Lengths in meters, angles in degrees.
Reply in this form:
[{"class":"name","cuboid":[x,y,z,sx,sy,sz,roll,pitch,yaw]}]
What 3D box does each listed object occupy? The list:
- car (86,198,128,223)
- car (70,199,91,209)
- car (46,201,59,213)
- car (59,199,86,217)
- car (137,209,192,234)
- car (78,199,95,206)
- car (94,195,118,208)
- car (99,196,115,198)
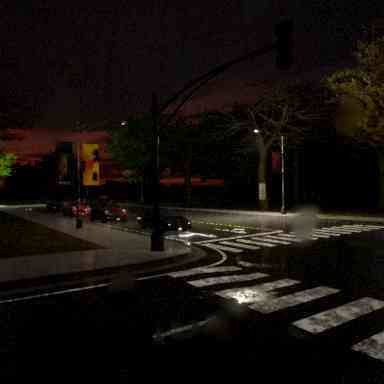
[{"class":"car","cuboid":[-7.505,1.718,29.789,2.097,1.767,4.553,-1,0,-35]},{"class":"car","cuboid":[-19.666,2.081,58.679,2.033,1.411,5.357,-1,0,-35]},{"class":"car","cuboid":[-18.865,2.037,46.116,1.882,1.535,5.008,-1,0,-35]},{"class":"car","cuboid":[-13.112,1.813,37.810,2.097,1.767,4.553,-1,0,-35]},{"class":"car","cuboid":[-2.010,1.820,22.034,2.033,1.411,5.357,-1,0,-29]},{"class":"car","cuboid":[-21.160,2.102,66.658,1.994,1.385,4.181,-1,0,-35]},{"class":"car","cuboid":[-15.047,1.655,57.910,2.150,2.045,5.566,-1,0,-35]},{"class":"car","cuboid":[-13.807,1.784,50.366,2.097,1.767,4.553,-1,0,-35]}]
